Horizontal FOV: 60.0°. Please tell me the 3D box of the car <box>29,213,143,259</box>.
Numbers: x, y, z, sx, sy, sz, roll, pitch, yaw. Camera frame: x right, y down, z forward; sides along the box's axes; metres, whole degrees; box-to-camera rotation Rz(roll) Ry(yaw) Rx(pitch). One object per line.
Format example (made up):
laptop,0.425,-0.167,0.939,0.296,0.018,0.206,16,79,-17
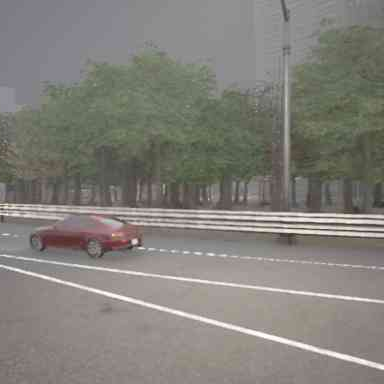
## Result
car,-4.013,1.539,12.514,4.674,1.442,1.812,0,0,27
